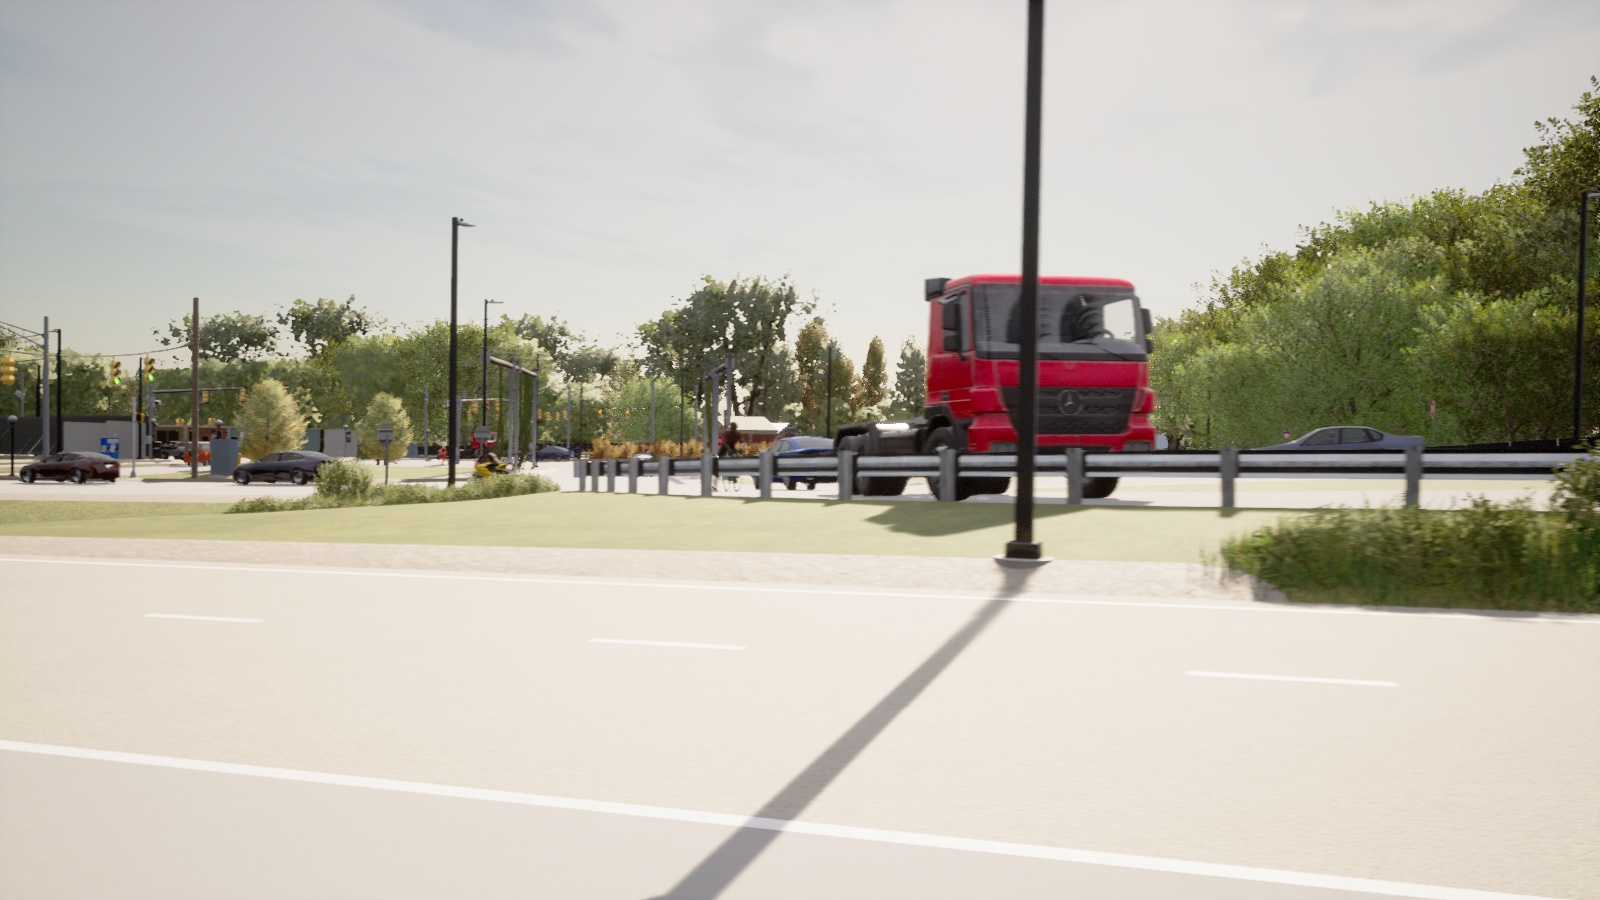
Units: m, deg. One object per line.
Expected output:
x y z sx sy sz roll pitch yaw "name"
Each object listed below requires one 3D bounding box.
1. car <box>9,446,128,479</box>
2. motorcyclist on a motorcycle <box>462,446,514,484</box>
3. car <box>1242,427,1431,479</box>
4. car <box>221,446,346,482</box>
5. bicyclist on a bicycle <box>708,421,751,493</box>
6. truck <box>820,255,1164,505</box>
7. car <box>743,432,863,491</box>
-34.229 0.555 58.764 4.792 1.488 2.163 0 1 18 "car"
-12.750 0.605 51.314 2.044 1.523 0.797 0 1 26 "motorcyclist on a motorcycle"
16.924 0.091 39.944 5.357 1.411 2.033 -2 0 20 "car"
-22.593 0.597 55.008 4.792 1.488 2.163 0 1 18 "car"
-1.644 0.164 29.206 0.582 1.620 1.656 1 -1 -18 "bicyclist on a bicycle"
2.813 -0.904 21.550 2.891 3.462 7.936 0 -1 -15 "truck"
-0.015 0.375 35.867 1.882 1.535 5.008 1 -2 -19 "car"
